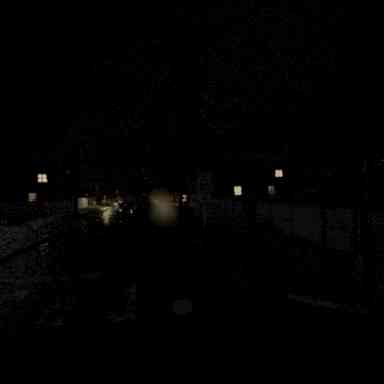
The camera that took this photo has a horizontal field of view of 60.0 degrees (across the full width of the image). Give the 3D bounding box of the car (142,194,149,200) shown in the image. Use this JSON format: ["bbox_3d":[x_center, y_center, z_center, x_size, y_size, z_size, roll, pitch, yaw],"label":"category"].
[{"bbox_3d":[-13.163,1.334,93.668,1.882,1.535,5.008,-1,0,-8],"label":"car"}]

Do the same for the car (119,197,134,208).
[{"bbox_3d":[-9.491,1.488,48.306,1.812,1.442,4.674,-1,0,-8],"label":"car"}]
